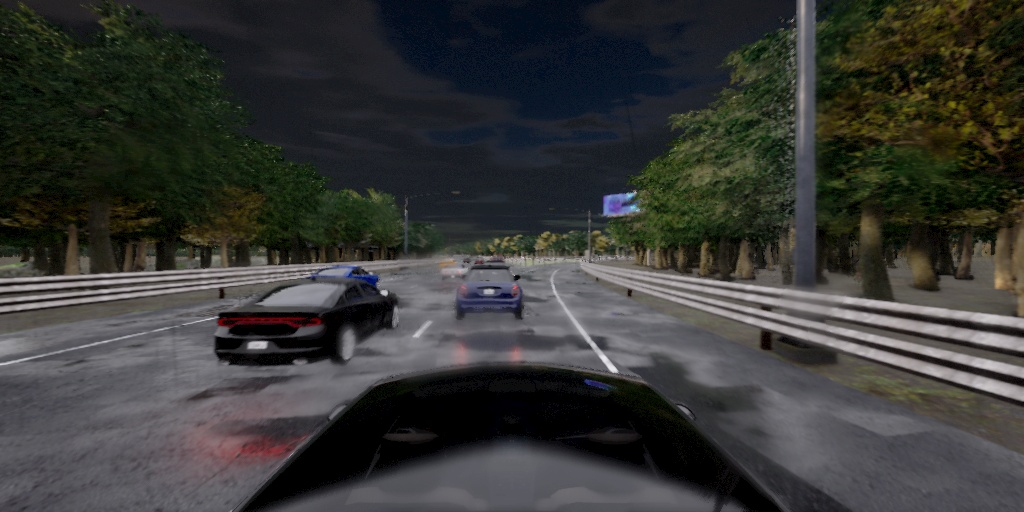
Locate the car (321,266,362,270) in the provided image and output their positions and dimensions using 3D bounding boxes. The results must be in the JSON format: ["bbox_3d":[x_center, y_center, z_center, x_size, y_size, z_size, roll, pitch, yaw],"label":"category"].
[{"bbox_3d":[-7.810,1.197,16.825,1.882,1.535,5.008,0,0,-2],"label":"car"}]

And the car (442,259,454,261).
[{"bbox_3d":[-8.895,1.163,50.305,1.882,1.535,5.008,0,0,-2],"label":"car"}]

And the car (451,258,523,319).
[{"bbox_3d":[-0.752,1.092,12.891,2.097,1.767,4.553,0,0,-2],"label":"car"}]

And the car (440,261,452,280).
[{"bbox_3d":[-4.752,1.305,30.579,1.895,1.301,4.718,0,0,-2],"label":"car"}]

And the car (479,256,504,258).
[{"bbox_3d":[-1.130,1.074,24.380,2.097,1.767,4.553,0,0,-2],"label":"car"}]

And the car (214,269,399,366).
[{"bbox_3d":[-4.000,1.216,7.988,1.882,1.535,5.008,0,0,-2],"label":"car"}]
